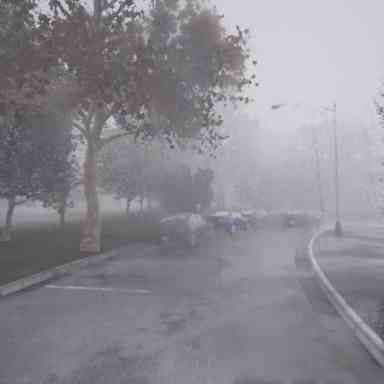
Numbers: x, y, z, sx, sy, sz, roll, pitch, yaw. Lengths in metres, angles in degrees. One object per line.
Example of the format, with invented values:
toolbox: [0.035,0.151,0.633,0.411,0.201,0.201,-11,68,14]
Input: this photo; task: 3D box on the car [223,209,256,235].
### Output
car: [2.300,1.931,21.766,2.097,1.535,5.008,-2,-4,27]

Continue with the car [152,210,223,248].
car: [-0.321,1.773,16.526,2.231,1.521,4.892,-1,-1,20]

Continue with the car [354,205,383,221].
car: [20.861,2.464,36.950,5.357,1.411,2.033,1,-4,-33]

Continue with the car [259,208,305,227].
car: [8.498,2.321,31.135,2.097,1.535,5.008,-3,-4,41]

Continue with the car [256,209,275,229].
car: [5.059,2.119,26.726,2.231,1.521,4.892,-2,-3,32]

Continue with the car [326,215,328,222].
car: [12.541,2.486,35.207,4.892,1.521,2.231,2,-5,-41]

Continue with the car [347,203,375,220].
car: [21.896,2.429,41.782,5.566,2.045,2.435,1,-4,-30]

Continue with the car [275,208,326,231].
car: [8.025,1.958,24.286,1.882,1.535,5.008,-3,-3,33]
